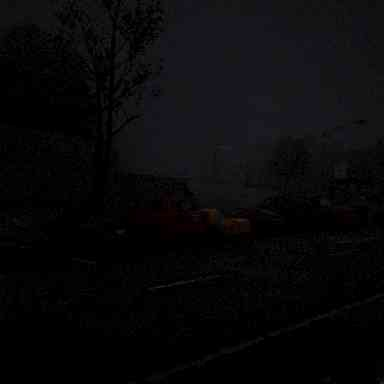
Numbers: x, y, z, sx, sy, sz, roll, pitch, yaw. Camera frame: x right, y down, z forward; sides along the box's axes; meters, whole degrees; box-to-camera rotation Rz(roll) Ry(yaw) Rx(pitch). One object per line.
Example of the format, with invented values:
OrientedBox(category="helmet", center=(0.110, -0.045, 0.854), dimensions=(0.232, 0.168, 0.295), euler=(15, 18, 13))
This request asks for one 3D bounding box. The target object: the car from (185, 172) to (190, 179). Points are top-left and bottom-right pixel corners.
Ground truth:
OrientedBox(category="car", center=(0.267, -4.363, 93.158), dimensions=(2.435, 2.045, 5.566), euler=(1, -1, 35))

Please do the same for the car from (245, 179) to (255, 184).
OrientedBox(category="car", center=(14.169, -2.045, 73.577), dimensions=(2.002, 1.452, 4.674), euler=(7, 4, 35))

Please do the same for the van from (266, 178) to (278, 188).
OrientedBox(category="van", center=(17.551, -1.765, 68.510), dimensions=(1.878, 1.987, 4.442), euler=(7, 4, 35))

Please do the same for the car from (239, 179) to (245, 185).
OrientedBox(category="car", center=(12.438, -2.318, 76.048), dimensions=(2.002, 1.452, 4.674), euler=(7, 3, 35))

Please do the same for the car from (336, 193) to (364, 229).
OrientedBox(category="car", center=(7.883, 1.267, 21.950), dimensions=(5.566, 2.045, 2.435), euler=(-1, -1, 35))

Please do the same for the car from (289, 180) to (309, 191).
OrientedBox(category="car", center=(21.017, -0.993, 63.660), dimensions=(2.231, 1.521, 4.892), euler=(7, 3, 35))

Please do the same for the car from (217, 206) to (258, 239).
OrientedBox(category="car", center=(0.311, 1.503, 16.896), dimensions=(5.366, 1.575, 1.946), euler=(-1, -1, 35))

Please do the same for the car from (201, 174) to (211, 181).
OrientedBox(category="car", center=(5.528, -3.700, 85.850), dimensions=(2.435, 2.045, 5.566), euler=(7, 4, 34))

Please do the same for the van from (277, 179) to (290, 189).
OrientedBox(category="van", center=(19.268, -1.492, 66.030), dimensions=(1.878, 1.987, 4.442), euler=(7, 4, 35))

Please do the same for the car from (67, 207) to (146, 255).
OrientedBox(category="car", center=(-4.470, 1.524, 13.346), dimensions=(4.792, 1.488, 2.163), euler=(-1, -1, 35))

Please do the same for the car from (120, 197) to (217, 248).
OrientedBox(category="car", center=(-2.017, 1.248, 15.079), dimensions=(5.566, 2.045, 2.435), euler=(-1, -1, 35))

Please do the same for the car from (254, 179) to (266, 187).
OrientedBox(category="car", center=(15.989, -1.813, 71.248), dimensions=(1.946, 1.575, 5.366), euler=(7, 3, 35))

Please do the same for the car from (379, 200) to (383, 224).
OrientedBox(category="car", center=(12.846, 1.403, 25.347), dimensions=(4.553, 1.767, 2.185), euler=(-1, -1, 36))

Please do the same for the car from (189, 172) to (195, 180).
OrientedBox(category="car", center=(2.027, -4.086, 90.803), dimensions=(2.185, 1.767, 4.553), euler=(4, 1, 34))

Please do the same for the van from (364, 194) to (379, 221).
OrientedBox(category="van", center=(10.429, 1.296, 23.608), dimensions=(4.442, 1.987, 1.878), euler=(-1, -1, 35))

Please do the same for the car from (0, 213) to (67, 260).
OrientedBox(category="car", center=(-6.898, 1.493, 11.611), dimensions=(4.892, 1.521, 2.231), euler=(-1, -1, 35))

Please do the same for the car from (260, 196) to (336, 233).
OrientedBox(category="car", center=(5.361, 1.262, 20.257), dimensions=(5.566, 2.045, 2.435), euler=(-1, -1, 35))

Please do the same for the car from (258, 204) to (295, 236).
OrientedBox(category="car", center=(2.926, 1.548, 18.511), dimensions=(4.674, 1.452, 2.002), euler=(-1, -1, 35))

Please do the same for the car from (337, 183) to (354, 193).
OrientedBox(category="car", center=(26.192, -0.427, 56.249), dimensions=(2.435, 2.045, 5.566), euler=(7, 3, 35))

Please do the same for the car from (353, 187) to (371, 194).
OrientedBox(category="car", center=(27.871, 0.135, 53.769), dimensions=(2.002, 1.452, 4.674), euler=(7, 3, 35))

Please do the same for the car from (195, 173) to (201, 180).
OrientedBox(category="car", center=(3.746, -3.851, 88.324), dimensions=(2.185, 1.767, 4.553), euler=(6, 3, 34))

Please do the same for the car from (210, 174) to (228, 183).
OrientedBox(category="car", center=(7.368, -3.177, 83.582), dimensions=(1.946, 1.575, 5.366), euler=(7, 3, 34))
